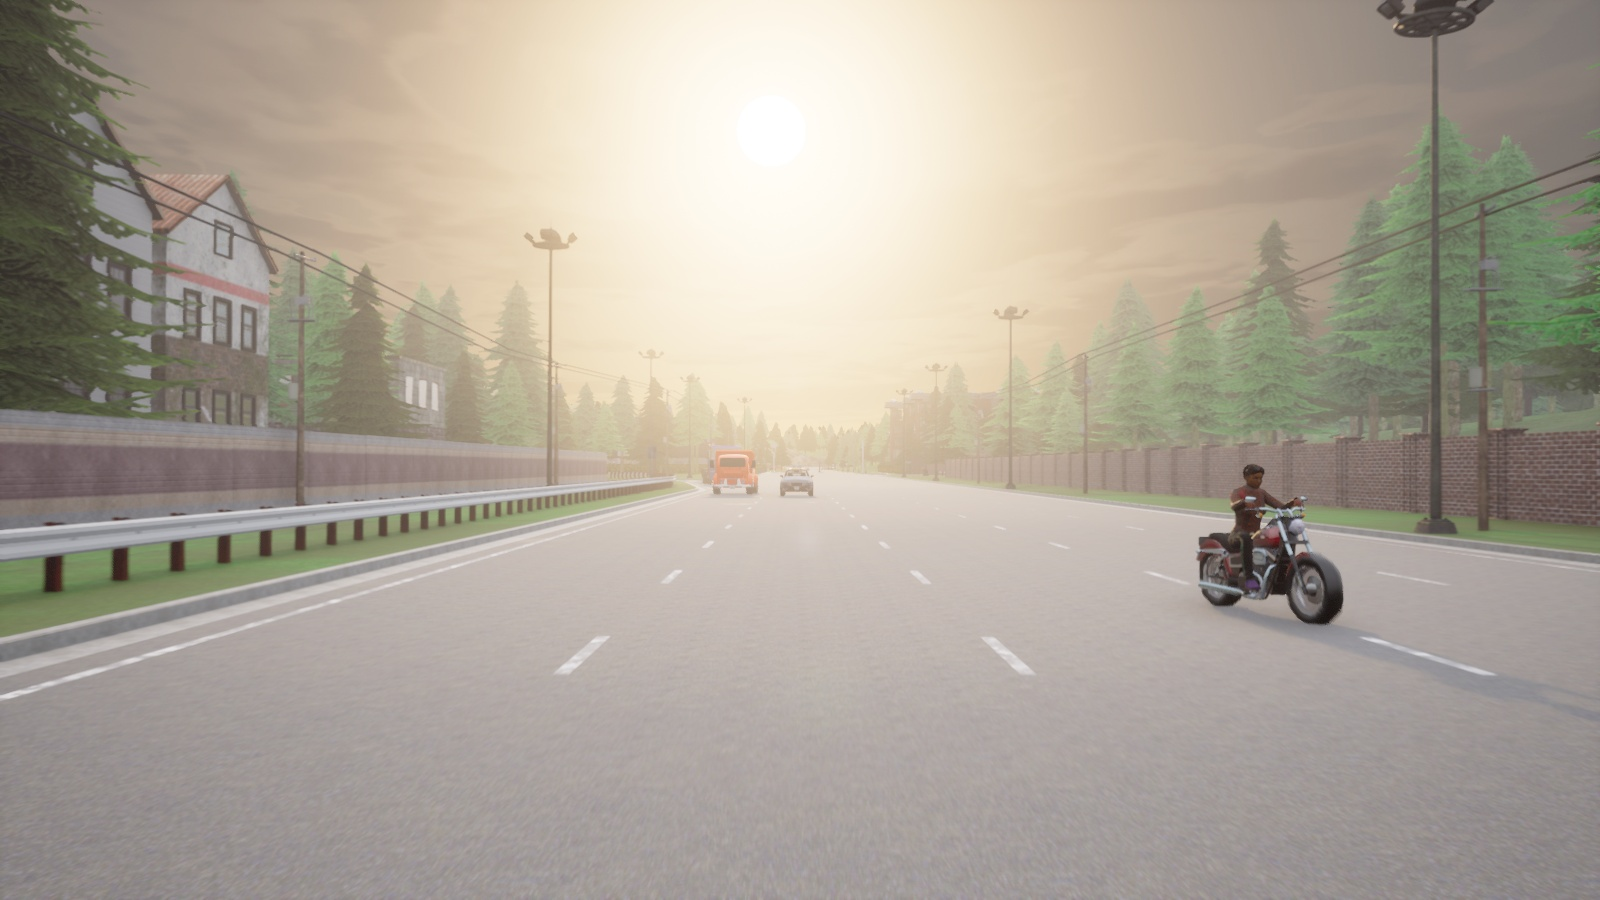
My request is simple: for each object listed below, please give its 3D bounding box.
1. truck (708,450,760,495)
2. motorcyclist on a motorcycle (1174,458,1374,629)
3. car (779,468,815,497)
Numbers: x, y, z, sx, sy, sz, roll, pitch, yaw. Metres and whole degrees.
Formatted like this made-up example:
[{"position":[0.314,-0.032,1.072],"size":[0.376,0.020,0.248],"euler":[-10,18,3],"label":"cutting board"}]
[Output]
[{"position":[-3.668,1.276,70.674],"size":[2.627,2.467,5.204],"euler":[0,-1,0],"label":"truck"},{"position":[4.957,0.916,13.355],"size":[0.766,1.649,2.350],"euler":[0,-1,-14],"label":"motorcyclist on a motorcycle"},{"position":[-0.155,1.694,65.974],"size":[1.816,1.474,4.193],"euler":[0,-1,0],"label":"car"}]
